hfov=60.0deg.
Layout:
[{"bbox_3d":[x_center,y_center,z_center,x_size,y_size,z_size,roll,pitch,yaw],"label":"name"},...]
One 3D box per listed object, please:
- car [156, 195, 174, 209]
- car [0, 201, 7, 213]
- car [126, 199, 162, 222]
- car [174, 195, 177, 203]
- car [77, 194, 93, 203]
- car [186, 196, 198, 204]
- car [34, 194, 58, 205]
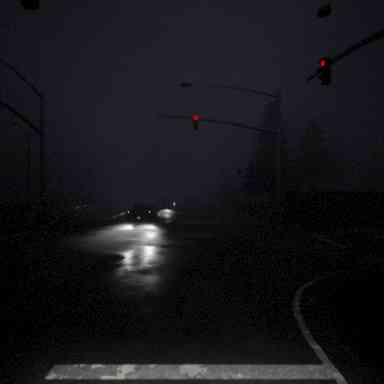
[{"bbox_3d":[-3.605,1.324,40.375,1.895,1.301,4.718,0,0,0],"label":"car"},{"bbox_3d":[-17.713,1.147,28.207,2.007,1.523,4.514,0,0,0],"label":"car"},{"bbox_3d":[-3.608,1.430,24.792,1.895,1.301,4.718,0,0,0],"label":"car"},{"bbox_3d":[-3.520,1.196,57.537,2.033,1.411,5.357,0,0,0],"label":"car"},{"bbox_3d":[-17.475,1.003,54.240,1.845,1.501,3.633,0,0,0],"label":"car"},{"bbox_3d":[-0.018,1.241,52.425,1.895,1.301,4.718,0,0,0],"label":"car"},{"bbox_3d":[-20.525,1.064,46.848,1.970,1.475,3.806,0,0,0],"label":"car"}]
